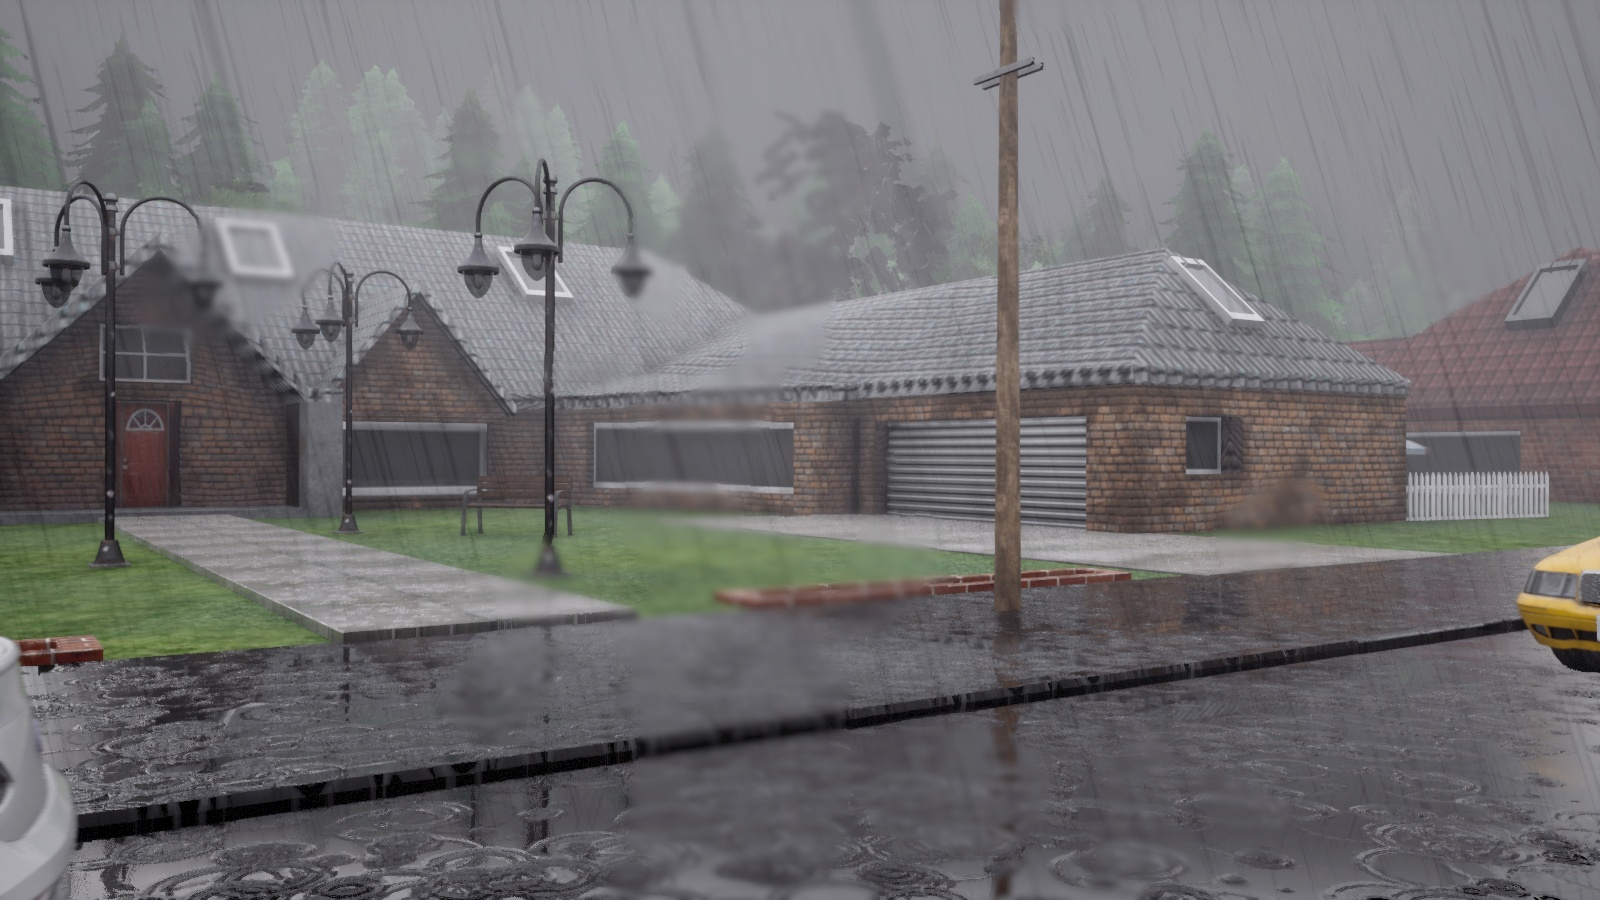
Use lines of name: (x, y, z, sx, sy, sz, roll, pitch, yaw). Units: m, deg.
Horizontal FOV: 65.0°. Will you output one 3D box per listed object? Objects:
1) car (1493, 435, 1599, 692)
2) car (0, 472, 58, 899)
car: (7.346, 0.689, 8.862, 5.366, 1.575, 1.801, 0, 0, -30)
car: (-3.699, 0.782, 1.661, 4.674, 1.442, 1.812, 0, 0, -31)
